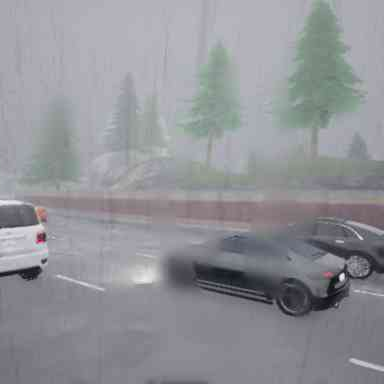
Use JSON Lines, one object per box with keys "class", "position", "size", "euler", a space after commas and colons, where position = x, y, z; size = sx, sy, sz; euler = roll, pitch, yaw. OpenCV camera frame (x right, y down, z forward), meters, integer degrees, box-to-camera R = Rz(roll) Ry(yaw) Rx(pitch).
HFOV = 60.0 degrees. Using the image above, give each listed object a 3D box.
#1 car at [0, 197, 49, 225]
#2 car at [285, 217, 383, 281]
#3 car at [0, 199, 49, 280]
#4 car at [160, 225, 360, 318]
{"class": "car", "position": [-12.575, 1.328, 24.668], "size": [2.097, 1.767, 4.553], "euler": [0, 0, -44]}
{"class": "car", "position": [3.694, 1.534, 10.094], "size": [4.892, 1.490, 1.837], "euler": [1, 0, 37]}
{"class": "car", "position": [-5.950, 1.208, 8.797], "size": [5.566, 2.045, 2.150], "euler": [0, 0, 40]}
{"class": "car", "position": [1.260, 1.580, 7.563], "size": [4.181, 1.385, 1.994], "euler": [0, 0, 37]}
